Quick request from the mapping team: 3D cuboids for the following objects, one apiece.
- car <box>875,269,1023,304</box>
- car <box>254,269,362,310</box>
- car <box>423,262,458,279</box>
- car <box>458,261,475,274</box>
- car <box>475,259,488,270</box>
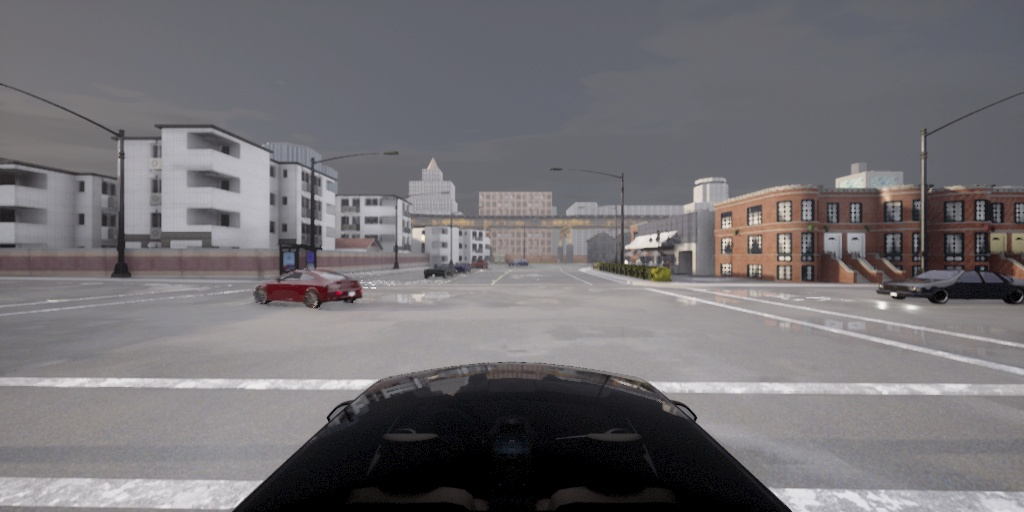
[{"bbox_3d":[19.228,1.276,15.506,5.357,1.411,2.033,0,0,1],"label":"car"},{"bbox_3d":[-8.223,1.261,14.515,4.674,1.442,1.812,0,0,23],"label":"car"},{"bbox_3d":[-6.536,1.343,32.618,1.895,1.301,4.718,0,0,3],"label":"car"},{"bbox_3d":[-6.021,1.361,42.056,1.895,1.301,4.718,0,0,4],"label":"car"},{"bbox_3d":[-4.954,1.261,54.499,1.882,1.535,5.008,0,0,10],"label":"car"}]
